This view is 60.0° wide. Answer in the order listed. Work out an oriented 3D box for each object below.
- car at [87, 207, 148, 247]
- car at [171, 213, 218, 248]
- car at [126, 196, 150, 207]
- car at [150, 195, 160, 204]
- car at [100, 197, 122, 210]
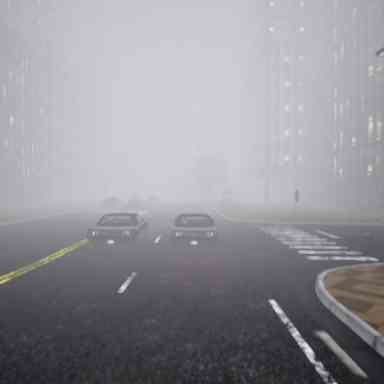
[{"bbox_3d":[-3.139,1.600,15.109,1.895,1.301,4.718,0,1,0],"label":"car"},{"bbox_3d":[0.102,1.625,15.111,1.895,1.301,4.718,1,1,0],"label":"car"},{"bbox_3d":[-6.586,1.464,39.624,1.895,1.301,4.718,0,0,0],"label":"car"},{"bbox_3d":[-6.544,1.283,56.376,1.882,1.535,5.008,0,0,1],"label":"car"},{"bbox_3d":[-9.832,1.365,40.626,1.837,1.490,4.892,0,0,0],"label":"car"}]
